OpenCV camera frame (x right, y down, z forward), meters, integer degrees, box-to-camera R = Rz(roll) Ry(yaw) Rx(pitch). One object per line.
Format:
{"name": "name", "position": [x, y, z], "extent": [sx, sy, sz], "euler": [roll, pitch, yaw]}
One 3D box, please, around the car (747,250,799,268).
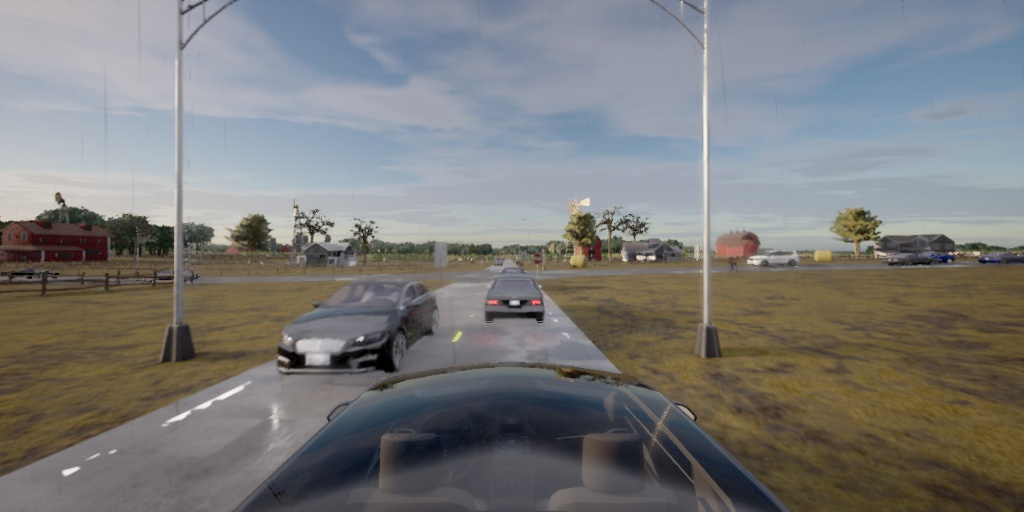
{"name": "car", "position": [32.631, 0.353, 44.788], "extent": [5.566, 2.045, 2.150], "euler": [-1, 1, 0]}

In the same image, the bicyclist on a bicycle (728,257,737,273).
{"name": "bicyclist on a bicycle", "position": [22.845, 0.911, 37.191], "extent": [0.582, 1.620, 1.656], "euler": [-1, -1, 0]}

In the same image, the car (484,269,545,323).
{"name": "car", "position": [0.083, 1.342, 12.344], "extent": [2.033, 1.411, 5.357], "euler": [0, 0, 0]}

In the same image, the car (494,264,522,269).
{"name": "car", "position": [0.064, 1.407, 22.972], "extent": [1.994, 1.385, 4.181], "euler": [0, 0, 1]}

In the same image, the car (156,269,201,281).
{"name": "car", "position": [-38.286, 2.226, 41.007], "extent": [4.181, 1.385, 1.994], "euler": [-1, 1, 0]}

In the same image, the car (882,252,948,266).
{"name": "car", "position": [45.897, 0.440, 41.181], "extent": [5.357, 1.411, 2.033], "euler": [-1, 1, 1]}

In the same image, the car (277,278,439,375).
{"name": "car", "position": [-2.847, 1.266, 7.711], "extent": [2.128, 1.511, 4.902], "euler": [0, 0, 0]}
